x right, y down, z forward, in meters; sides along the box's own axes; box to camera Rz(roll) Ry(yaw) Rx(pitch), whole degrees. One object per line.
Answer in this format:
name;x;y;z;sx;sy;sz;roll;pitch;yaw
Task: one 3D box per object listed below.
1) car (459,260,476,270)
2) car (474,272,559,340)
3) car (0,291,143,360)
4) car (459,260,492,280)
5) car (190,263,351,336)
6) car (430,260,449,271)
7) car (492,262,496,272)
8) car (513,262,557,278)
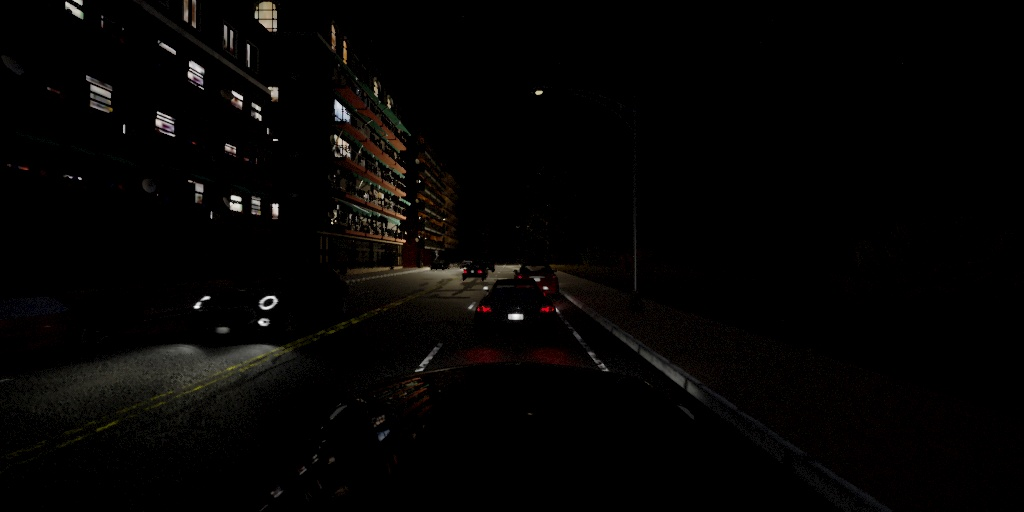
car;-6.557;1.315;52.998;1.994;1.385;4.181;0;0;0
car;0.100;1.315;9.944;1.994;1.385;4.181;0;0;0
car;-9.848;1.351;6.378;1.895;1.301;4.718;0;0;0
car;-3.129;1.299;30.867;2.033;1.411;5.357;0;0;0
car;-6.595;1.103;10.420;2.097;1.767;4.553;0;0;0
car;-9.814;1.229;48.842;1.882;1.535;5.008;0;0;0
car;-3.123;1.277;45.148;1.812;1.442;4.674;0;0;0
car;1.148;1.103;18.524;2.097;1.767;4.553;0;0;0
